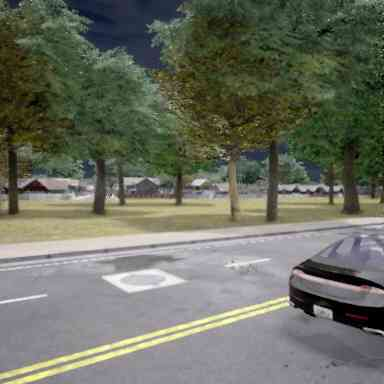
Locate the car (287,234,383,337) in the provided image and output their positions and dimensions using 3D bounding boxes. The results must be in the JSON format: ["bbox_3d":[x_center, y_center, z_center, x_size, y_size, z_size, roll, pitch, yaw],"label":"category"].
[{"bbox_3d":[3.883,1.544,6.234,4.902,1.511,2.128,0,0,-35],"label":"car"}]
